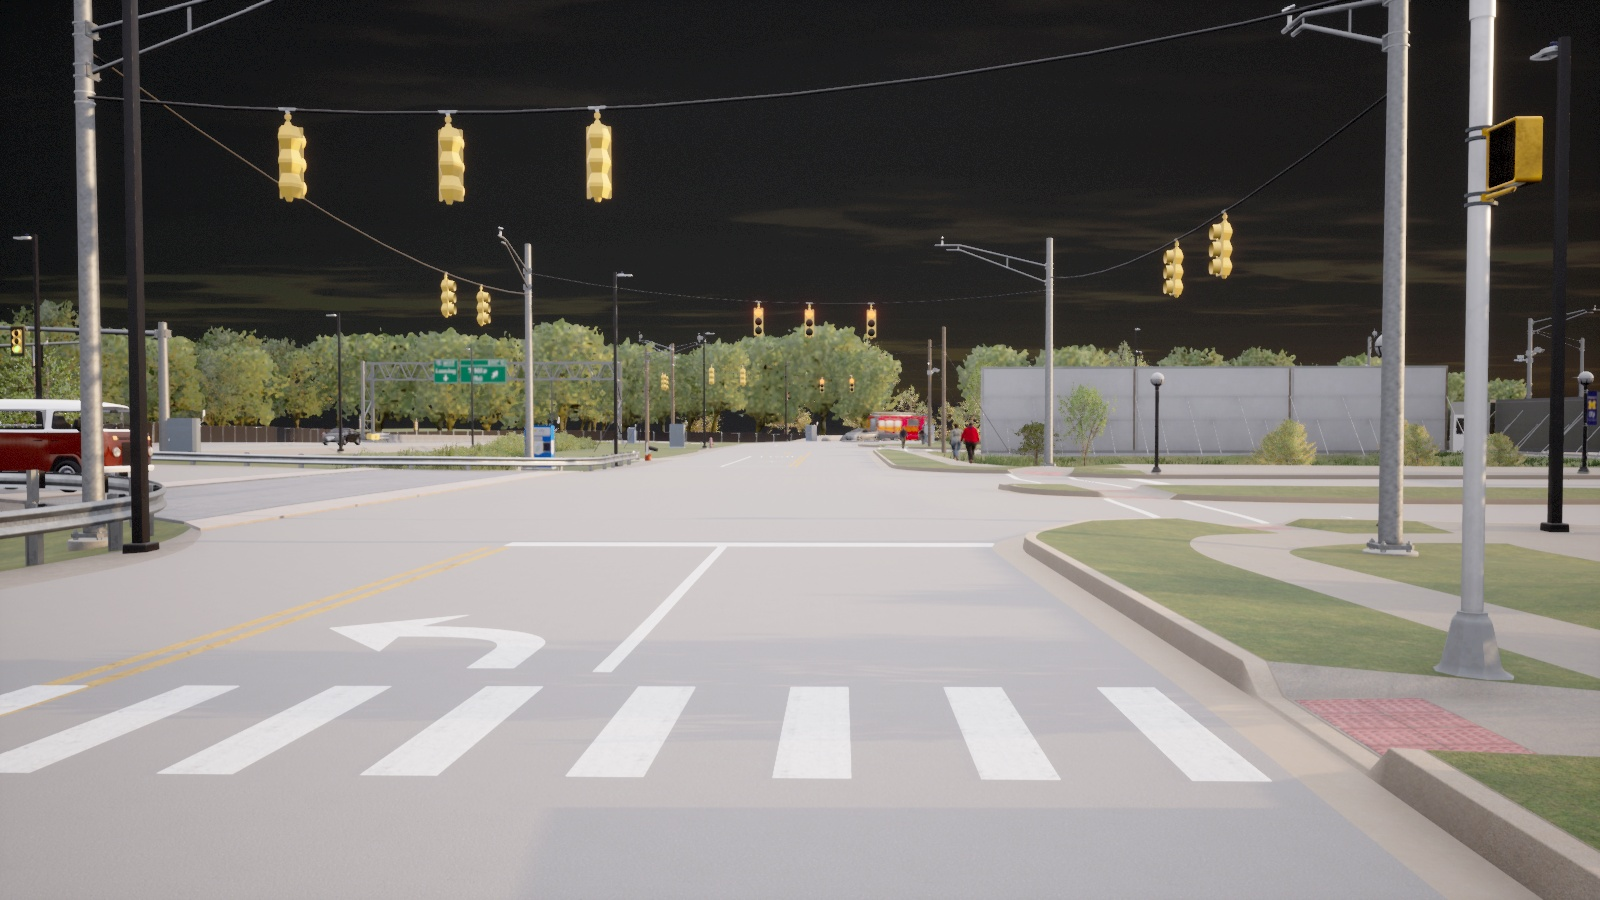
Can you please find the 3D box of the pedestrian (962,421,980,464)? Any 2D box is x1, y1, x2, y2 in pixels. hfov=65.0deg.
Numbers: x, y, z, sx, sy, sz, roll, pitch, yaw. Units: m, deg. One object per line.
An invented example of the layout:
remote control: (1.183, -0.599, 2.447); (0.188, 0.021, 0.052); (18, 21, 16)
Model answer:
pedestrian: (7.371, -0.342, 54.160); (0.634, 1.844, 0.899); (0, 2, 2)

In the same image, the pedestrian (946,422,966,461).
pedestrian: (7.518, -0.403, 60.586); (0.874, 1.855, 0.900); (0, 2, 1)

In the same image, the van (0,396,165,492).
van: (-16.842, -0.138, 27.853); (4.480, 2.038, 2.069); (0, 1, 5)
